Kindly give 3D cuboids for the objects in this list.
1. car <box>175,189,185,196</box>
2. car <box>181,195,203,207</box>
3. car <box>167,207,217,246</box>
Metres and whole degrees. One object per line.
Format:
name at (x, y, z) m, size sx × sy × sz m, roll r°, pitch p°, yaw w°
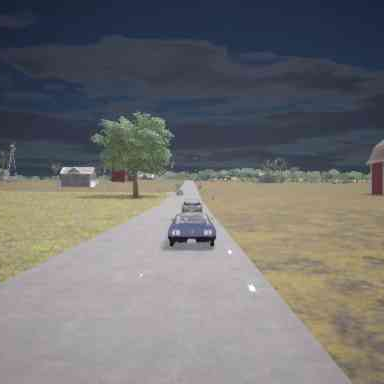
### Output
car at (-2.750, 0.104, 76.686) m, size 1.837 × 1.490 × 4.892 m, roll 0°, pitch 2°, yaw 0°
car at (0.000, 1.313, 29.645) m, size 2.128 × 1.511 × 4.902 m, roll 0°, pitch 0°, yaw 0°
car at (0.000, 1.539, 14.677) m, size 1.895 × 1.301 × 4.718 m, roll 0°, pitch 0°, yaw 0°
